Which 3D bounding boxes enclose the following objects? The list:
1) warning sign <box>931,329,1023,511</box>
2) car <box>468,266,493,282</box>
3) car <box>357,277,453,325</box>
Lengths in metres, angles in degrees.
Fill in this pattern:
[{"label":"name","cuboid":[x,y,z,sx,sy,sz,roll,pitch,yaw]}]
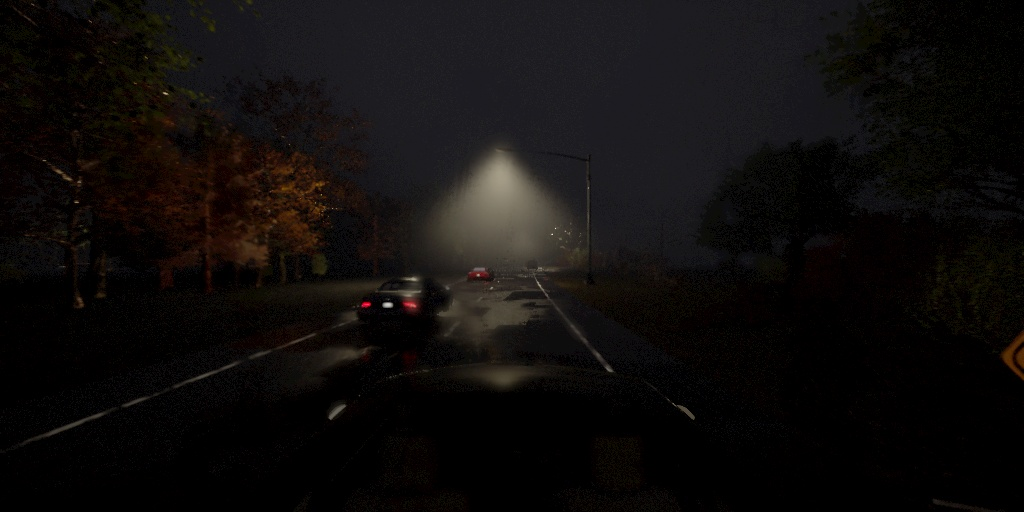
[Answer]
[{"label":"warning sign","cuboid":[3.546,0.872,2.126,1.300,1.860,1.060,0,0,0]},{"label":"car","cuboid":[-2.838,1.640,32.922,1.994,1.385,4.181,0,-1,2]},{"label":"car","cuboid":[-3.331,1.406,12.214,2.033,1.411,5.357,0,-1,1]}]
